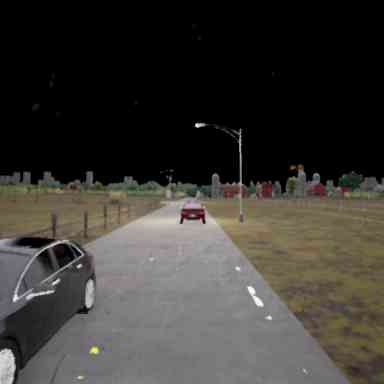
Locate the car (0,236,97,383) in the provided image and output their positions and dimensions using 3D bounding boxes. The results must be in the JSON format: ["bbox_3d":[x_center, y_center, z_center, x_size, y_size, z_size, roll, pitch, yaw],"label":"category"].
[{"bbox_3d":[-2.841,1.519,4.909,1.837,1.490,4.892,0,0,1],"label":"car"}]

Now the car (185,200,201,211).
[{"bbox_3d":[0.083,1.714,43.486,1.994,1.385,4.181,0,0,0],"label":"car"}]

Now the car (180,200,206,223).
[{"bbox_3d":[0.073,1.559,26.495,1.882,1.535,5.008,0,0,0],"label":"car"}]
